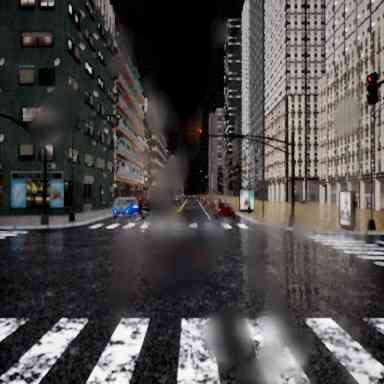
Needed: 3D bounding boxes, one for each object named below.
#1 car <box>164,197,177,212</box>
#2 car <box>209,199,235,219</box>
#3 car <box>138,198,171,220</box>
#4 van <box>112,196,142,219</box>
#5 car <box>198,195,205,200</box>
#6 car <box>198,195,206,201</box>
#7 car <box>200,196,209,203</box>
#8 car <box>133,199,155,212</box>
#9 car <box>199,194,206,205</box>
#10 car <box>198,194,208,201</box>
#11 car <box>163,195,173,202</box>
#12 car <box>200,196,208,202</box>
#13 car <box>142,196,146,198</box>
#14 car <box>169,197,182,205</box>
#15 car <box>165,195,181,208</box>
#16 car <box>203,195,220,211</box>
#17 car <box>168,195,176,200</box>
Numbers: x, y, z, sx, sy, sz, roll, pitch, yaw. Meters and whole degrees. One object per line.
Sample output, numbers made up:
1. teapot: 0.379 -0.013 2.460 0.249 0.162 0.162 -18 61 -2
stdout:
1. car: -3.068 1.594 38.314 1.895 1.301 4.718 0 0 0
2. car: 2.713 1.575 28.517 1.802 1.307 4.206 0 0 0
3. car: -3.076 1.499 28.115 1.837 1.490 4.892 0 0 0
4. van: -5.666 1.335 28.522 1.690 1.788 3.998 0 0 0
5. car: 2.750 1.602 94.848 1.802 1.307 4.206 0 0 0
6. car: 2.747 1.566 89.320 2.008 1.369 4.403 0 0 0
7. car: 2.738 1.549 72.738 1.887 1.381 4.507 0 0 0
8. car: -5.661 1.538 39.578 1.887 1.381 4.507 0 0 0
9. car: 2.730 1.436 56.155 1.967 1.590 4.097 0 0 0
10. car: 2.746 1.326 83.793 2.192 1.841 5.009 0 0 0
11. car: -5.639 1.448 78.271 1.967 1.590 4.097 0 0 0
12. car: 2.741 1.590 78.265 1.802 1.307 4.206 0 0 0
13. car: -5.662 1.308 34.050 2.192 1.841 5.009 0 0 0
14. car: -3.000 1.562 60.628 1.994 1.385 4.181 0 0 1
15. car: -3.069 1.558 48.325 1.994 1.385 4.181 0 0 -1
16. car: 2.721 1.433 39.573 1.967 1.590 4.097 0 0 0
17. car: -5.630 1.586 94.854 1.947 1.339 4.313 0 0 0
